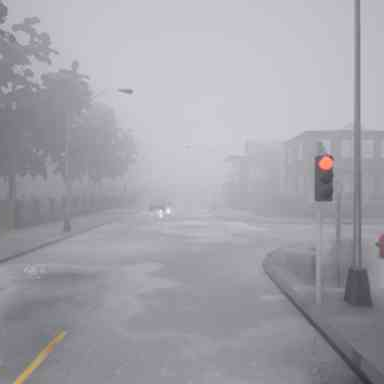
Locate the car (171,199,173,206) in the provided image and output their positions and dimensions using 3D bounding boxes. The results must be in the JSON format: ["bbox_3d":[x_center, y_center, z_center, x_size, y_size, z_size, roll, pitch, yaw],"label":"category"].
[{"bbox_3d":[-4.028,1.514,52.126,2.128,1.511,4.902,0,0,1],"label":"car"}]

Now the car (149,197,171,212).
[{"bbox_3d":[-4.069,1.566,40.304,2.033,1.411,5.357,0,0,0],"label":"car"}]
